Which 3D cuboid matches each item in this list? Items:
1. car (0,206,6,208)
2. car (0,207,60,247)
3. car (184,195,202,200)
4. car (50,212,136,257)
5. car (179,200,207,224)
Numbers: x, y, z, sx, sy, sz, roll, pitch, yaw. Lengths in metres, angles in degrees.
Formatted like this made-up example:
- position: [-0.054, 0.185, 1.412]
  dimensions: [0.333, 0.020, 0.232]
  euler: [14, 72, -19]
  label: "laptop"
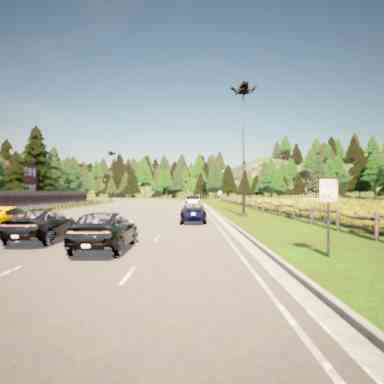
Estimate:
- position: [-10.396, 1.539, 18.496]
  dimensions: [1.882, 1.535, 5.008]
  euler: [0, 0, 0]
  label: "car"
- position: [-6.897, 1.543, 15.389]
  dimensions: [2.128, 1.511, 4.902]
  euler: [0, 0, 0]
  label: "car"
- position: [0.090, 1.366, 43.774]
  dimensions: [2.150, 2.045, 5.566]
  euler: [0, 0, 0]
  label: "car"
- position: [-3.399, 1.535, 13.076]
  dimensions: [2.128, 1.511, 4.902]
  euler: [0, 0, 0]
  label: "car"
- position: [0.104, 1.590, 25.788]
  dimensions: [2.163, 1.488, 4.792]
  euler: [0, 0, 0]
  label: "car"
